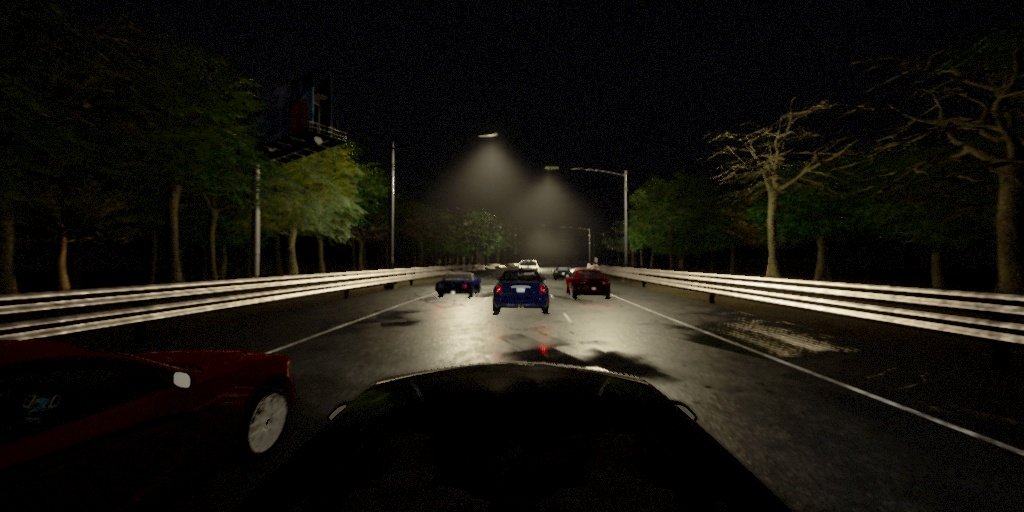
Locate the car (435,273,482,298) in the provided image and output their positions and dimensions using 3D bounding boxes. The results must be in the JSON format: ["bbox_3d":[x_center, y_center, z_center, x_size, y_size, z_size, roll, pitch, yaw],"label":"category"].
[{"bbox_3d":[-2.886,1.596,20.459,1.895,1.301,4.718,0,-1,3],"label":"car"}]

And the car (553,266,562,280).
[{"bbox_3d":[5.501,1.817,39.106,1.994,1.385,4.181,0,-1,5],"label":"car"}]

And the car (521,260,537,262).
[{"bbox_3d":[1.817,1.448,37.428,2.150,2.045,5.566,0,-1,5],"label":"car"}]

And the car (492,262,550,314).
[{"bbox_3d":[0.389,1.276,14.950,2.097,1.767,4.553,0,-1,2],"label":"car"}]

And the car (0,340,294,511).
[{"bbox_3d":[-3.367,1.229,1.995,1.882,1.535,5.008,0,-1,0],"label":"car"}]

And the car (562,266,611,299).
[{"bbox_3d":[4.099,1.471,19.888,1.882,1.535,5.008,0,-1,3],"label":"car"}]
